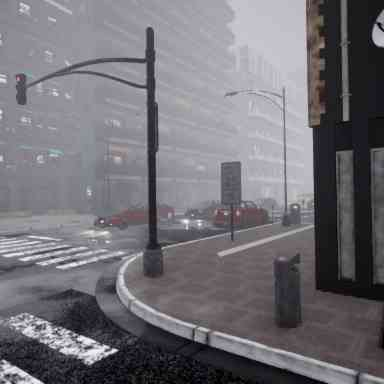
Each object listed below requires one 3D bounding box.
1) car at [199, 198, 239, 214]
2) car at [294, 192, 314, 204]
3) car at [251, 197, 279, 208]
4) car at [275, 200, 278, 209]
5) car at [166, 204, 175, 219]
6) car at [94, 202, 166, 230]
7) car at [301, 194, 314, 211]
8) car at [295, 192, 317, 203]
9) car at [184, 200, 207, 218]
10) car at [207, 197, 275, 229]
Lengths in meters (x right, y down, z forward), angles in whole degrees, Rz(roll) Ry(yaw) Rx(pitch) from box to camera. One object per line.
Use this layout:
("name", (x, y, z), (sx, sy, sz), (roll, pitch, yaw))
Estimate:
("car", (2.814, 1.384, 33.893), (2.008, 1.369, 4.403), (-1, 0, 36))
("car", (16.336, 0.983, 47.928), (2.097, 1.767, 4.553), (-1, 0, 36))
("car", (9.482, 1.311, 43.053), (1.947, 1.339, 4.313), (-1, 0, 36))
("car", (7.624, 1.296, 36.103), (2.033, 1.411, 5.357), (-1, 0, 36))
("car", (-3.204, 1.459, 25.779), (1.887, 1.381, 4.507), (-1, 0, 36))
("car", (-3.882, 1.466, 20.303), (1.994, 1.385, 4.181), (-1, 0, 36))
("car", (12.922, 1.196, 33.542), (1.947, 1.339, 4.313), (-1, 0, 36))
("car", (19.478, 0.932, 56.793), (2.192, 1.841, 5.009), (-1, 0, 36))
("car", (1.588, 1.376, 27.820), (2.033, 1.411, 5.357), (-1, 0, 36))
("car", (3.012, 1.201, 19.740), (1.967, 1.590, 4.097), (-1, 0, 36))
